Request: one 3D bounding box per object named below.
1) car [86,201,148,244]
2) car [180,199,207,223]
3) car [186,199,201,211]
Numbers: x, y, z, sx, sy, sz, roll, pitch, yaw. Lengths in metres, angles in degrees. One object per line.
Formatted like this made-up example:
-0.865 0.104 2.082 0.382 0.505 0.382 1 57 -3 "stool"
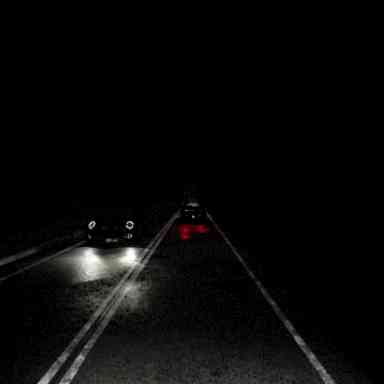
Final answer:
-3.348 1.350 15.600 2.097 1.767 4.553 0 0 0 "car"
0.104 1.517 25.521 2.128 1.511 4.902 0 0 0 "car"
0.189 1.661 43.027 1.812 1.442 4.674 0 0 0 "car"
